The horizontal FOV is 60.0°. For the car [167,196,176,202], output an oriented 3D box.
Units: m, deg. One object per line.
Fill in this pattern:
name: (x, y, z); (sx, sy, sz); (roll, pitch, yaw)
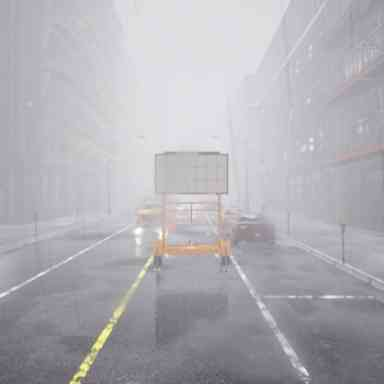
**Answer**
car: (-5.306, 1.798, 87.273); (1.947, 1.339, 4.313); (1, 0, 0)

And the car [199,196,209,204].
car: (2.587, 1.599, 70.622); (1.967, 1.590, 4.097); (1, 0, 0)

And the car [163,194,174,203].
car: (-5.298, 1.497, 76.212); (2.192, 1.841, 5.009); (1, 0, 0)

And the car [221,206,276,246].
car: (2.584, 1.558, 15.314); (1.887, 1.381, 4.507); (1, 0, 0)

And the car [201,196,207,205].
car: (2.580, 1.618, 42.968); (2.008, 1.369, 4.403); (1, 0, 0)

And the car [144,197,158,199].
car: (-5.298, 1.579, 37.329); (1.752, 1.417, 4.829); (2, 0, 0)

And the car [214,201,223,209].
car: (2.584, 1.546, 21.016); (1.752, 1.417, 4.829); (1, 0, 0)

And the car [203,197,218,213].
car: (2.581, 1.599, 37.436); (1.887, 1.381, 4.507); (1, 0, 0)

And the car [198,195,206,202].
car: (2.579, 1.661, 59.560); (1.887, 1.381, 4.507); (1, 0, 0)

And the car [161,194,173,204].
car: (-5.298, 1.474, 70.682); (2.192, 1.841, 5.009); (1, 0, 0)

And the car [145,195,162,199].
car: (-5.294, 1.382, 43.031); (2.192, 1.841, 5.009); (2, 0, 0)

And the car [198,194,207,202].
car: (2.547, 1.521, 81.684); (2.192, 1.841, 5.009); (1, 0, 0)

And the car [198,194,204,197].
car: (2.578, 1.682, 65.090); (1.887, 1.381, 4.507); (1, 0, 0)

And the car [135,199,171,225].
car: (-2.851, 1.504, 24.503); (1.882, 1.535, 5.008); (0, 0, 0)

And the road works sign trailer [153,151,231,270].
road works sign trailer: (-0.013, 0.472, 10.984); (2.380, 3.560, 2.880); (0, 0, 0)

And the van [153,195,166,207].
van: (-5.296, 1.439, 54.089); (1.690, 1.788, 3.998); (2, 0, 0)

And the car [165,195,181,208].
car: (-2.755, 1.565, 50.667); (1.882, 1.535, 5.008); (0, 0, 0)
